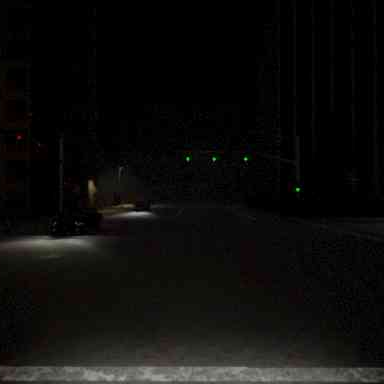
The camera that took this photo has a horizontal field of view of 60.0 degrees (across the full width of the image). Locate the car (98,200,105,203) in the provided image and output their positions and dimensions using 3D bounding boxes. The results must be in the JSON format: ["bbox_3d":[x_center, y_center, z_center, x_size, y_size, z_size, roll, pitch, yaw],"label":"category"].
[{"bbox_3d":[-22.654,2.230,76.554,5.008,1.535,1.882,0,-1,0],"label":"car"}]

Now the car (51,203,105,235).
[{"bbox_3d":[-6.955,1.713,20.627,1.882,1.535,5.008,0,-1,0],"label":"car"}]

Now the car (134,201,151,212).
[{"bbox_3d":[-6.904,2.015,46.429,2.128,1.511,4.902,0,0,0],"label":"car"}]
